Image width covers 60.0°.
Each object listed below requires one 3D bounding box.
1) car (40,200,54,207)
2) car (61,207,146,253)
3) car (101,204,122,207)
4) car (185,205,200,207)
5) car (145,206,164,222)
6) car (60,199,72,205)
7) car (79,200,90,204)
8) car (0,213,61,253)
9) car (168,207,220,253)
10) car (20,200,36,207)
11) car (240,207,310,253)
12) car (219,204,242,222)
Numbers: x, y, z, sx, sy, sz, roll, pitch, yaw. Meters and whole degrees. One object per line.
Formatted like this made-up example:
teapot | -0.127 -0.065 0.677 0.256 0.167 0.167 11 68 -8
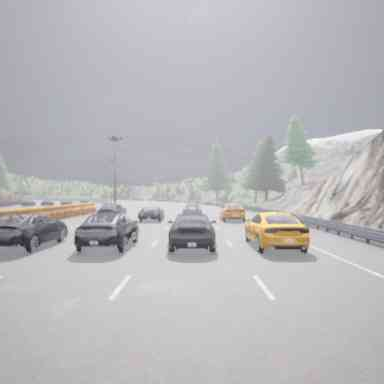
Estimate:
car | -28.480 2.207 65.551 1.895 1.301 4.718 0 -1 -13
car | -3.491 1.627 14.283 2.128 1.511 4.902 0 0 0
car | -6.980 1.782 29.302 1.837 1.490 4.892 0 0 0
car | 0.021 1.819 28.971 2.033 1.411 5.357 0 -1 0
car | -3.479 1.873 29.093 1.895 1.301 4.718 0 0 0
car | -25.123 2.098 66.553 1.882 1.535 5.008 0 -1 -13
car | -21.752 2.223 67.494 1.895 1.301 4.718 0 -1 -13
car | -6.990 1.627 14.283 2.128 1.511 4.902 0 0 0
car | 0.009 1.642 14.287 1.837 1.490 4.892 0 0 0
car | -31.845 2.198 64.580 1.895 1.301 4.718 0 -1 -13
car | 3.512 1.614 14.457 1.882 1.535 5.008 0 0 0
car | 3.519 1.753 29.452 1.882 1.535 5.008 0 0 0
